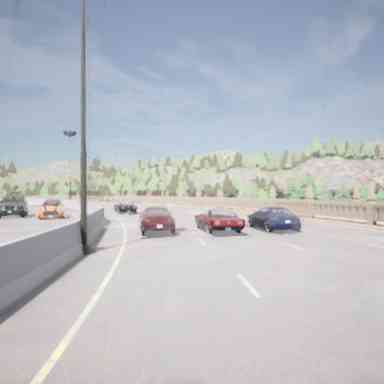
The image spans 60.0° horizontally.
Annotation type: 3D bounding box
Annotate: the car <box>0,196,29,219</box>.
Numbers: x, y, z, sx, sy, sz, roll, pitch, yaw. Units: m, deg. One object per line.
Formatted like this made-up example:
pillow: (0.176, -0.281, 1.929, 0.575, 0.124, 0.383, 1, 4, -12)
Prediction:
car: (-16.598, 1.357, 31.039, 2.150, 2.045, 5.566, 0, 0, -21)

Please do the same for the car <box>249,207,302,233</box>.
car: (4.821, 1.587, 20.058, 1.994, 1.385, 4.181, 0, 0, -11)

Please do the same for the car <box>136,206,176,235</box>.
car: (-2.072, 1.575, 19.079, 1.812, 1.442, 4.674, 0, 0, -11)

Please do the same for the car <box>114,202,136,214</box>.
car: (-7.485, 1.711, 36.997, 1.895, 1.301, 4.718, 0, 0, -22)

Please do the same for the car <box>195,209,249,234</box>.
car: (1.455, 1.636, 19.366, 1.895, 1.301, 4.718, 0, 0, -11)

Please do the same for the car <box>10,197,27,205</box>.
car: (-33.521, 1.708, 64.283, 1.837, 1.490, 4.892, 0, 0, -42)

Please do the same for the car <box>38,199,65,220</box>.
car: (-12.463, 1.467, 29.710, 2.097, 1.767, 4.553, 0, 0, -20)
